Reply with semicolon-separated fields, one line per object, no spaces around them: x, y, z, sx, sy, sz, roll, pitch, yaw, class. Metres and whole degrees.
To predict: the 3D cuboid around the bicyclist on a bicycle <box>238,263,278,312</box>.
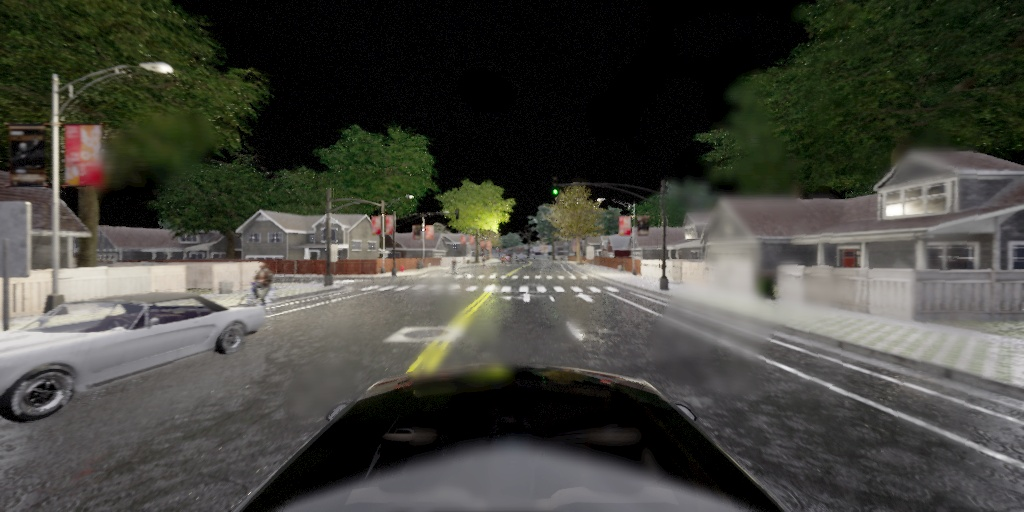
-8.592;1.109;12.179;0.659;1.776;1.843;0;0;1;bicyclist on a bicycle

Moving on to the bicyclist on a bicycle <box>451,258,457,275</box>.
-6.187;1.068;37.987;0.659;1.776;1.843;0;0;3;bicyclist on a bicycle

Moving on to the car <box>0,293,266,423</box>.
-6.550;1.343;5.902;1.895;1.301;4.718;0;0;1;car

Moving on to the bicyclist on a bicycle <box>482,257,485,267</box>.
-4.867;1.052;61.509;0.582;1.620;1.656;0;1;3;bicyclist on a bicycle
